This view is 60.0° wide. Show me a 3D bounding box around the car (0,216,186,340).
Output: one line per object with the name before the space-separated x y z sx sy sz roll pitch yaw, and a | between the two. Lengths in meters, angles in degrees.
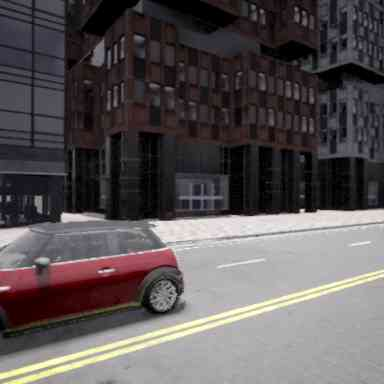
car | -2.416 1.359 5.954 4.553 1.767 2.097 0 0 -35

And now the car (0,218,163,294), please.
car | -3.152 1.577 9.420 4.181 1.385 1.994 0 0 -35
